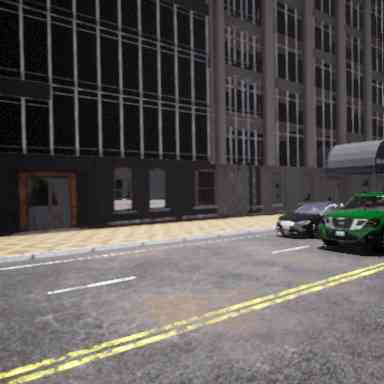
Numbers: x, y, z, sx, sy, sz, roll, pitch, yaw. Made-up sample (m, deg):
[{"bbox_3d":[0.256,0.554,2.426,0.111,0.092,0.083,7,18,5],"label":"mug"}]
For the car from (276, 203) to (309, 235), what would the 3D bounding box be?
[{"bbox_3d":[6.133,1.271,16.037,4.902,1.511,2.128,-1,1,-35],"label":"car"}]

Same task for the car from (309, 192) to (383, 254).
[{"bbox_3d":[7.252,1.016,12.846,5.566,2.045,2.150,-1,1,-35],"label":"car"}]
